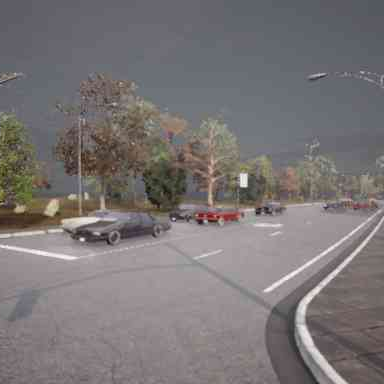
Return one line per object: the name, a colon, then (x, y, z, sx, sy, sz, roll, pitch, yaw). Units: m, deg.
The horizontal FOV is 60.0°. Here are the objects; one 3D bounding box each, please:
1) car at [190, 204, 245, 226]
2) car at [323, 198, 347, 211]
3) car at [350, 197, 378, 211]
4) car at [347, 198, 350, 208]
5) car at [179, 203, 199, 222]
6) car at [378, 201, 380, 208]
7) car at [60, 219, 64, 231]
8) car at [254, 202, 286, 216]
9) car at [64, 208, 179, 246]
car: (2.072, 1.676, 24.257, 1.895, 1.301, 4.718, -1, 0, 32)
car: (18.417, 1.742, 43.252, 1.895, 1.301, 4.718, -1, -1, 32)
car: (21.732, 1.471, 41.950, 2.097, 1.767, 4.553, -1, -1, 32)
car: (23.872, 1.691, 51.834, 1.882, 1.535, 5.008, -1, -1, 33)
car: (0.023, 1.650, 27.550, 2.033, 1.411, 5.357, 0, 0, 32)
car: (27.123, 1.696, 50.414, 1.837, 1.490, 4.892, -1, -1, 33)
car: (-5.230, 1.699, 19.457, 1.895, 1.301, 4.718, -1, 0, 34)
car: (7.870, 1.701, 33.406, 1.895, 1.301, 4.718, 0, 0, 32)
car: (-3.172, 1.619, 16.230, 2.033, 1.411, 5.357, -1, 0, 34)
